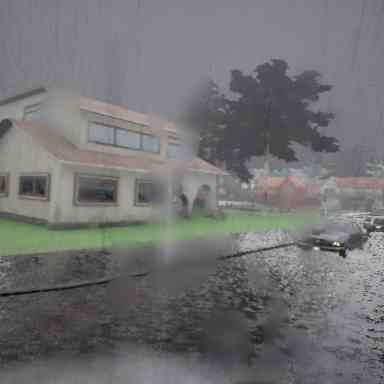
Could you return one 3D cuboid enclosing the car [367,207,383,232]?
[{"bbox_3d":[14.532,2.168,24.809,2.150,2.045,5.566,2,-1,40],"label":"car"}]

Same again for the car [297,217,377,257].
[{"bbox_3d":[6.789,2.024,15.605,2.033,1.411,5.357,2,-1,40],"label":"car"}]
